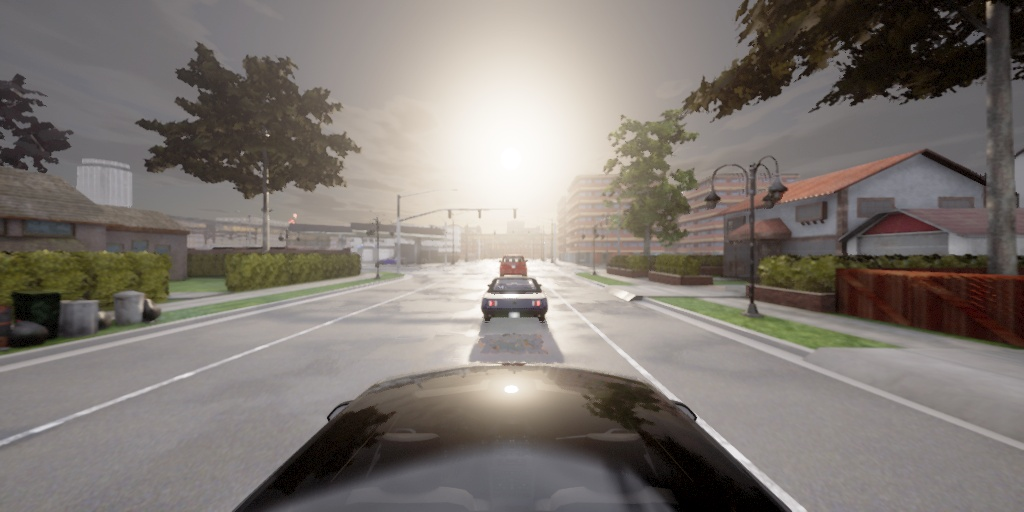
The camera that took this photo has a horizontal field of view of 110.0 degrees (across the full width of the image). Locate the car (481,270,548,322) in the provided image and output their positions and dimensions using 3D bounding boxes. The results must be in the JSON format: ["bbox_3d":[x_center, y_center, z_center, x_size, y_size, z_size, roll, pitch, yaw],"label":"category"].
[{"bbox_3d":[0.082,1.327,12.076,1.895,1.301,4.718,0,0,0],"label":"car"}]

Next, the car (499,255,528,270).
[{"bbox_3d":[0.102,0.908,29.264,2.150,2.045,5.566,0,0,0],"label":"car"}]
